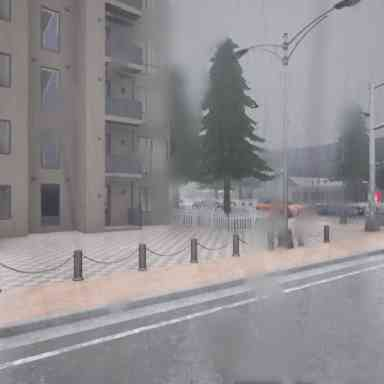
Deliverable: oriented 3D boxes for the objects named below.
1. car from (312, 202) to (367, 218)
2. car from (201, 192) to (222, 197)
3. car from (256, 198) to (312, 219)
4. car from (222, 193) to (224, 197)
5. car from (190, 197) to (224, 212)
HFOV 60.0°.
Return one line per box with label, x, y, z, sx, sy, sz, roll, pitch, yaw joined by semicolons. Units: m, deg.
car;12.515;1.562;29.605;2.033;1.411;5.357;0;0;-37
car;5.368;1.112;92.674;1.932;1.855;4.605;0;0;-37
car;7.869;1.367;29.606;2.097;1.767;4.553;0;0;-37
car;7.454;1.092;94.738;1.905;1.878;3.866;0;0;-37
car;1.823;1.579;37.593;1.994;1.385;4.181;0;0;-37
